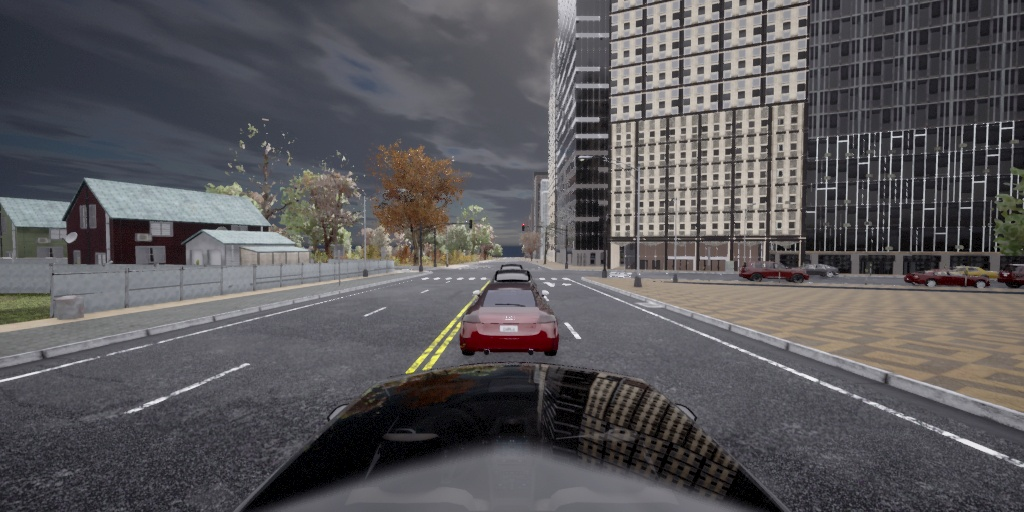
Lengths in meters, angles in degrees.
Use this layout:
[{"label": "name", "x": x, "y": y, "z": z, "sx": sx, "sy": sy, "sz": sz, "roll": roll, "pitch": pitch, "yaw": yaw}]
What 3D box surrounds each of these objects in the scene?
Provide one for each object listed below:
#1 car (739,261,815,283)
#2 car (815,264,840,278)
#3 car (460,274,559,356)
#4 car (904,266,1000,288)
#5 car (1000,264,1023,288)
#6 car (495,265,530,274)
[{"label": "car", "x": 22.975, "y": 1.394, "z": 31.706, "sx": 5.009, "sy": 1.841, "sz": 2.192, "roll": 0, "pitch": 0, "yaw": 20}, {"label": "car", "x": 31.001, "y": 1.469, "z": 37.165, "sx": 4.403, "sy": 1.370, "sz": 2.007, "roll": 0, "pitch": 0, "yaw": 20}, {"label": "car", "x": -0.033, "y": 1.311, "z": 8.630, "sx": 1.994, "sy": 1.385, "sz": 4.181, "roll": 0, "pitch": 0, "yaw": 1}, {"label": "car", "x": 33.626, "y": 1.715, "z": 27.822, "sx": 4.507, "sy": 1.381, "sz": 1.888, "roll": 0, "pitch": 0, "yaw": 20}, {"label": "car", "x": 38.952, "y": 1.531, "z": 25.880, "sx": 5.009, "sy": 1.841, "sz": 2.192, "roll": 0, "pitch": 0, "yaw": 20}, {"label": "car", "x": 0.028, "y": 1.250, "z": 14.016, "sx": 1.837, "sy": 1.490, "sz": 4.892, "roll": 0, "pitch": 0, "yaw": 0}]
